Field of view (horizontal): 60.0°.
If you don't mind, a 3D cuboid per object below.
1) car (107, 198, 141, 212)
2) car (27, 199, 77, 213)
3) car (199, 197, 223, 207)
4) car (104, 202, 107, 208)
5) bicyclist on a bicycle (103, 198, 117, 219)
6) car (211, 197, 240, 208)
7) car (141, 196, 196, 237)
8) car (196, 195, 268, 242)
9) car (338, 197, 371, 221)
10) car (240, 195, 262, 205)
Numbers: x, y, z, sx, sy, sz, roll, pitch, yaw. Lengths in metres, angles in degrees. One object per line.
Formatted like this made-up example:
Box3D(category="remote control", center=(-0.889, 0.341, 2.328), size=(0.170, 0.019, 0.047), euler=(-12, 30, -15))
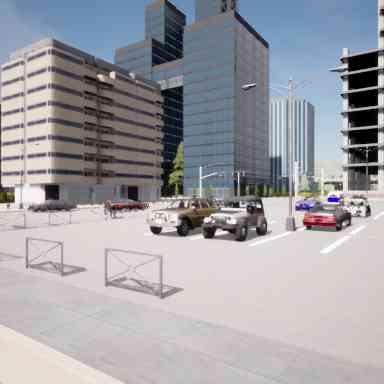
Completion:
Box3D(category="car", center=(-7.080, 1.600, 38.411), size=(1.895, 1.301, 4.718), euler=(0, 0, 34))
Box3D(category="car", center=(-15.914, 1.547, 38.151), size=(2.033, 1.411, 5.357), euler=(0, 0, 34))
Box3D(category="car", center=(3.095, 1.563, 53.632), size=(1.994, 1.385, 4.181), euler=(0, 0, 34))
Box3D(category="car", center=(-10.288, 1.563, 46.524), size=(1.994, 1.385, 4.181), euler=(0, 0, 35))
Box3D(category="bicyclist on a bicycle", center=(-6.480, 1.302, 26.203), size=(1.656, 1.620, 0.582), euler=(0, 0, 34))
Box3D(category="car", center=(5.175, 1.547, 50.448), size=(2.033, 1.411, 5.357), euler=(0, 0, 33))
Box3D(category="car", center=(-0.237, 1.153, 17.252), size=(1.932, 1.855, 4.605), euler=(0, 0, 34))
Box3D(category="car", center=(2.133, 1.156, 15.590), size=(1.905, 1.878, 3.866), euler=(0, 0, 34))
Box3D(category="car", center=(14.136, 1.395, 28.564), size=(1.970, 1.475, 3.806), euler=(0, 0, 34))
Box3D(category="car", center=(10.436, 1.352, 58.326), size=(2.097, 1.767, 4.553), euler=(0, 0, 34))
